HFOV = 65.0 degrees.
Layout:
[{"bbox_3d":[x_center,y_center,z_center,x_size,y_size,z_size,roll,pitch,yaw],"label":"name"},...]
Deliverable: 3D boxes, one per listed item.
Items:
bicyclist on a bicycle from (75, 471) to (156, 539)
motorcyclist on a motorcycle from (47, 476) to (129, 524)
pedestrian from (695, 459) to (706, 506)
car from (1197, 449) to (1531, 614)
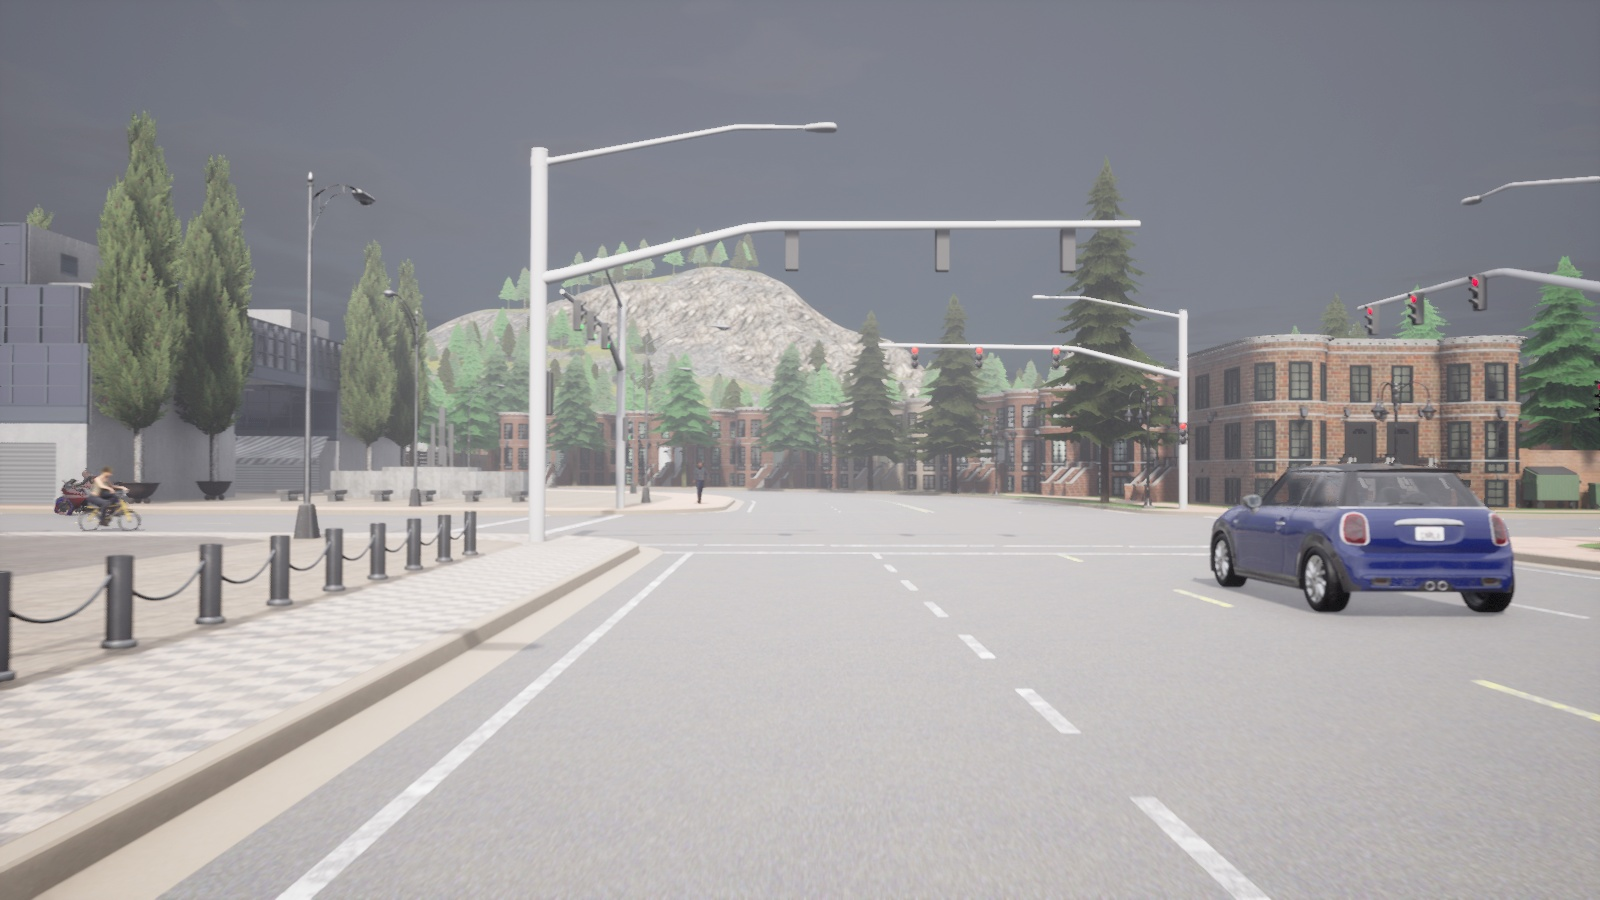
[{"bbox_3d":[-16.690,1.329,30.644,1.509,1.612,0.866,0,-1,0],"label":"bicyclist on a bicycle"},{"bbox_3d":[-23.259,1.627,41.051,2.191,1.530,0.866,0,-1,-1],"label":"motorcyclist on a motorcycle"},{"bbox_3d":[-4.178,1.373,52.847,0.423,1.949,0.788,0,-1,-8],"label":"pedestrian"},{"bbox_3d":[6.786,0.911,15.786,2.097,1.767,4.553,0,-1,-1],"label":"car"}]
